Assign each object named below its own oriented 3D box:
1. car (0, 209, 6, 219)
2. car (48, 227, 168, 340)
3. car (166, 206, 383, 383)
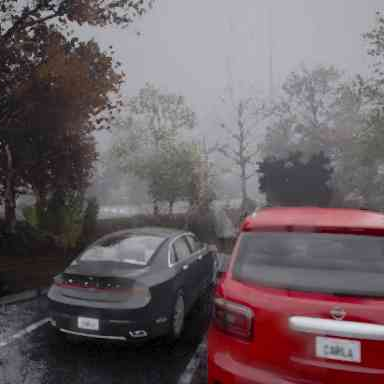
[{"bbox_3d":[-19.088,1.836,30.851,1.882,1.535,5.008,1,-2,-8],"label":"car"},{"bbox_3d":[-0.708,1.445,6.611,2.231,1.521,4.892,1,0,15],"label":"car"},{"bbox_3d":[1.729,1.227,4.926,2.435,2.045,5.566,1,0,15],"label":"car"}]
